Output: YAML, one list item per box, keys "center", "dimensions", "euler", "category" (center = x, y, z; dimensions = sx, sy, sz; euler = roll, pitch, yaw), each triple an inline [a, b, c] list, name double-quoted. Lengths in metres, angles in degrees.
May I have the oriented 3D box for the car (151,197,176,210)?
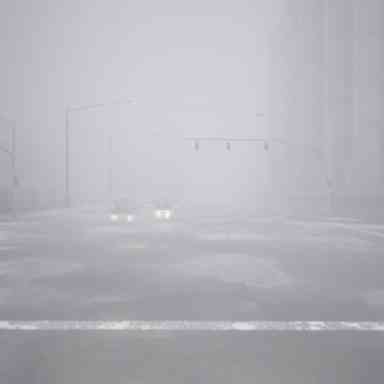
- center: [-3.646, 1.508, 43.524]
  dimensions: [2.128, 1.511, 4.902]
  euler: [0, 0, 1]
  category: "car"

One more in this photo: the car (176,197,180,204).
- center: [-3.305, 1.589, 62.691]
  dimensions: [1.994, 1.385, 4.181]
  euler: [0, 0, 1]
  category: "car"

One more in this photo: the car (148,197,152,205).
- center: [-6.810, 1.572, 61.382]
  dimensions: [2.033, 1.411, 5.357]
  euler: [0, 0, 2]
  category: "car"

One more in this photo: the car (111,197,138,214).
- center: [-7.165, 1.362, 35.586]
  dimensions: [2.097, 1.767, 4.553]
  euler: [0, 0, 1]
  category: "car"
